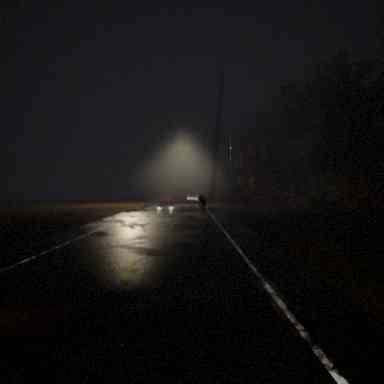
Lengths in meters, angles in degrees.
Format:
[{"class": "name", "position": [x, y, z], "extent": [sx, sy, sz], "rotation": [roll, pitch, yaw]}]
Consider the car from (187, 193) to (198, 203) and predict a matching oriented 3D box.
[{"class": "car", "position": [0.082, 1.189, 55.280], "extent": [1.895, 1.301, 4.718], "rotation": [0, 0, 0]}]

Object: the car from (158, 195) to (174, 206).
[{"class": "car", "position": [-3.589, 1.136, 45.769], "extent": [1.882, 1.535, 5.008], "rotation": [0, 0, 0]}]

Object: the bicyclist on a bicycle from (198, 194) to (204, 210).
[{"class": "bicyclist on a bicycle", "position": [0.959, 1.095, 36.861], "extent": [0.659, 1.776, 1.843], "rotation": [0, 1, 0]}]

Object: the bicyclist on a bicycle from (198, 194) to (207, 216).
[{"class": "bicyclist on a bicycle", "position": [0.960, 1.162, 27.862], "extent": [0.659, 1.776, 1.843], "rotation": [0, 1, 0]}]

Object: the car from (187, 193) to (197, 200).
[{"class": "car", "position": [-0.008, 0.973, 74.158], "extent": [2.128, 1.511, 4.902], "rotation": [0, 0, 0]}]
